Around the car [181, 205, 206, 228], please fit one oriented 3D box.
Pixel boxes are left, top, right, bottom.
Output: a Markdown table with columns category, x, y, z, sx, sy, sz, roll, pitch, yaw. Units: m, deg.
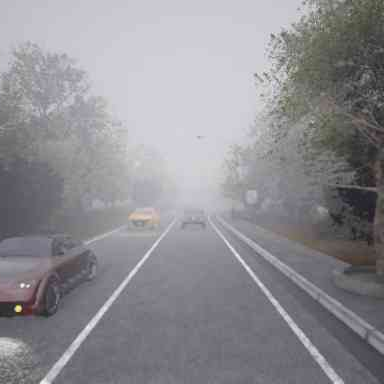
| category | x | y | z | sx | sy | sz | roll | pitch | yaw |
| --- | --- | --- | --- | --- | --- | --- | --- | --- | --- |
| car | 0.117 | 2.036 | 26.575 | 2.033 | 1.411 | 5.357 | 0 | -1 | 0 |

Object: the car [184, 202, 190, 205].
| category | x | y | z | sx | sy | sz | roll | pitch | yaw |
| --- | --- | --- | --- | --- | --- | --- | --- | --- | --- |
| car | -0.666 | 2.673 | 60.349 | 1.837 | 1.490 | 4.892 | 1 | -1 | 12 |

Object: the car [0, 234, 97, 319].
| category | x | y | z | sx | sy | sz | roll | pitch | yaw |
| --- | --- | --- | --- | --- | --- | --- | --- | --- | --- |
| car | -3.589 | 1.662 | 7.498 | 1.994 | 1.385 | 4.181 | 0 | -1 | 0 |

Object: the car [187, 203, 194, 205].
| category | x | y | z | sx | sy | sz | roll | pitch | yaw |
| --- | --- | --- | --- | --- | --- | --- | --- | --- | --- |
| car | 0.745 | 2.472 | 44.503 | 1.895 | 1.301 | 4.718 | 0 | -1 | 5 |

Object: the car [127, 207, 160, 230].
| category | x | y | z | sx | sy | sz | roll | pitch | yaw |
| --- | --- | --- | --- | --- | --- | --- | --- | --- | --- |
| car | -3.526 | 1.932 | 24.949 | 1.882 | 1.535 | 5.008 | 0 | -1 | 1 |
